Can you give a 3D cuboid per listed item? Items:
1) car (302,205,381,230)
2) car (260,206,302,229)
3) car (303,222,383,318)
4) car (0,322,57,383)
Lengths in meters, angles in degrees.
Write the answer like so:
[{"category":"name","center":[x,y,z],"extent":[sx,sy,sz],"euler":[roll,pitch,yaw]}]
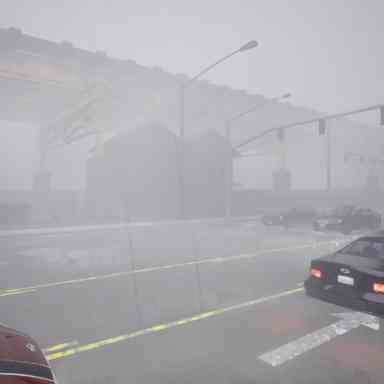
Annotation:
[{"category":"car","center":[8.825,1.491,18.881],"extent":[4.902,1.511,2.128],"euler":[0,0,-35]},{"category":"car","center":[6.632,1.601,21.616],"extent":[4.718,1.301,1.895],"euler":[0,0,-35]},{"category":"car","center":[4.671,1.547,7.115],"extent":[5.357,1.411,2.033],"euler":[0,0,-35]},{"category":"car","center":[-3.011,1.352,1.600],"extent":[4.553,1.767,2.097],"euler":[0,0,-36]}]
